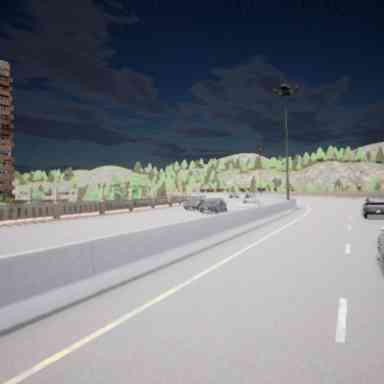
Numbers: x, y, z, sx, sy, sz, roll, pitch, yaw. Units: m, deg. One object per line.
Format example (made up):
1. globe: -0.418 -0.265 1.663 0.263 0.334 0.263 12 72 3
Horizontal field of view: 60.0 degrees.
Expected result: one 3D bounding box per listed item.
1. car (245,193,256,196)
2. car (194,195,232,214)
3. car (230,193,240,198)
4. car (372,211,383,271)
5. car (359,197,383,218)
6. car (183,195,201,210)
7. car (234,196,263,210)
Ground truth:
1. car: 13.044 0.894 74.171 1.812 1.442 4.674 -1 0 -2
2. car: 2.251 1.354 34.022 1.837 1.490 4.892 -1 0 23
3. car: 9.507 0.914 74.772 1.994 1.385 4.181 -1 0 -2
4. car: 6.048 1.420 8.691 1.994 1.385 4.181 -1 0 26
5. car: 14.042 1.142 25.473 2.128 1.511 4.902 -1 0 24
6. car: 0.583 1.216 39.328 2.097 1.767 4.553 -1 0 20
7. car: 5.738 1.385 33.214 1.895 1.301 4.718 -1 0 23
